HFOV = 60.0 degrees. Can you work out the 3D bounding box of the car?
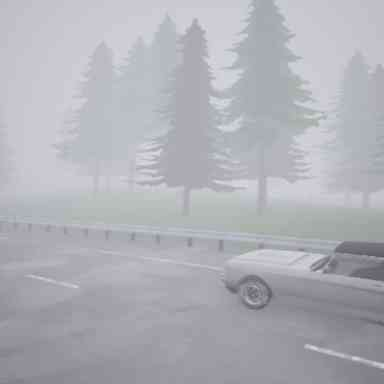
[{"bbox_3d":[2.918,1.592,6.126,4.718,1.301,1.895,0,0,35],"label":"car"}]
